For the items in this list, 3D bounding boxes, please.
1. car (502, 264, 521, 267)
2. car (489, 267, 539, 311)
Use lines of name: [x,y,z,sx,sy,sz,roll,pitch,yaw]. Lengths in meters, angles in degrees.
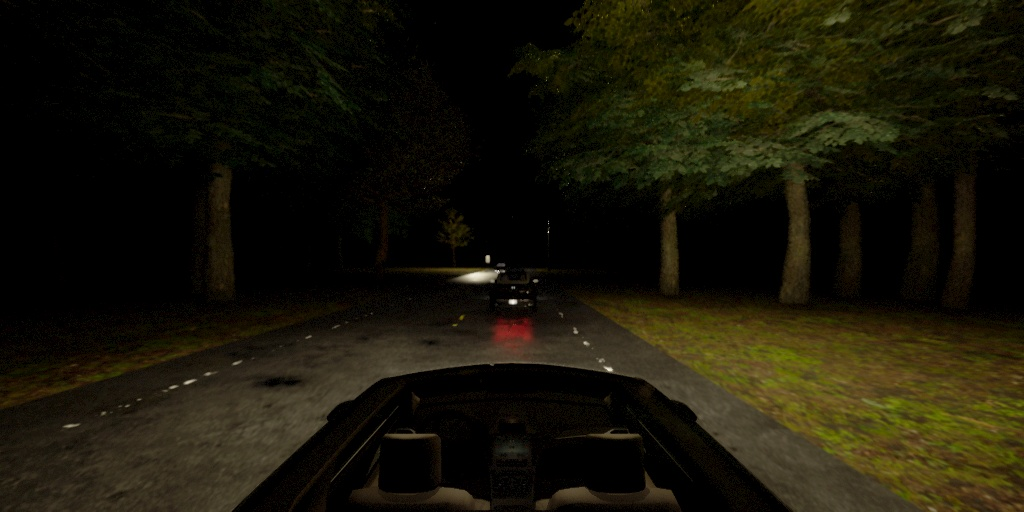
car: [0.330,1.600,30.711,1.812,1.442,4.674,0,0,2]
car: [0.079,1.406,15.321,1.837,1.490,4.892,0,0,1]
